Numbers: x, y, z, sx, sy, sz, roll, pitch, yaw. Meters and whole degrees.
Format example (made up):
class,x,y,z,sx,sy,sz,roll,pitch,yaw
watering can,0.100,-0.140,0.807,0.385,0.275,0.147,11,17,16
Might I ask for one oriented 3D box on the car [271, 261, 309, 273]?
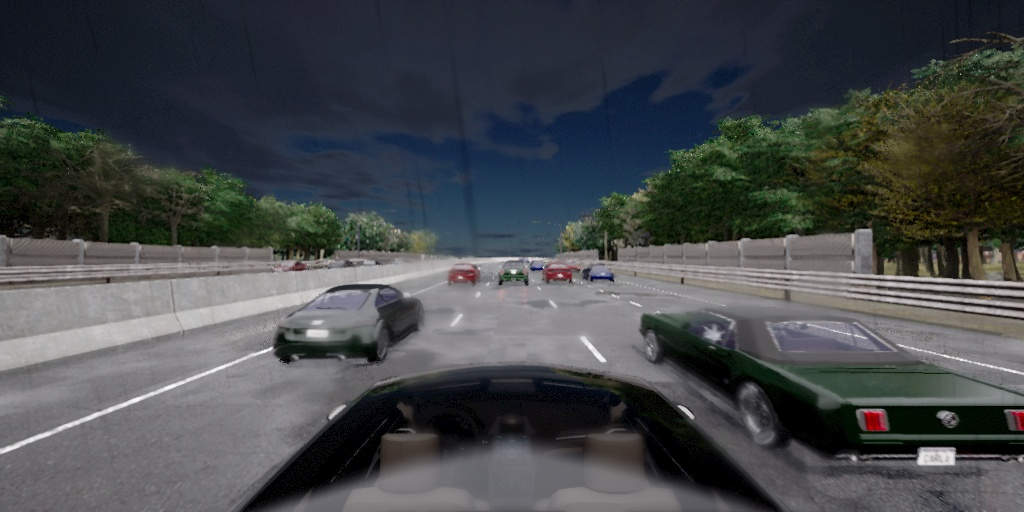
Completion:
class,x,y,z,sx,sy,sz,roll,pitch,yaw
car,-24.591,1.324,39.970,1.812,1.442,4.674,0,0,0

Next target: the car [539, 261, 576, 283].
class,x,y,z,sx,sy,sz,roll,pitch,yaw
car,3.503,1.286,28.372,1.882,1.535,5.008,0,0,0

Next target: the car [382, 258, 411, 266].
class,x,y,z,sx,sy,sz,roll,pitch,yaw
car,-14.090,1.266,44.844,1.882,1.535,5.008,0,0,0

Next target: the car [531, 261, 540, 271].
class,x,y,z,sx,sy,sz,roll,pitch,yaw
car,3.506,1.342,49.334,1.994,1.385,4.181,0,0,0

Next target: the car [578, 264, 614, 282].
class,x,y,z,sx,sy,sz,roll,pitch,yaw
car,7.098,1.373,29.942,1.994,1.385,4.181,0,0,0

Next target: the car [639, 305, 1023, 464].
class,x,y,z,sx,sy,sz,roll,pitch,yaw
car,3.500,1.369,5.174,1.895,1.301,4.718,0,0,0

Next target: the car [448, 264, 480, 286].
class,x,y,z,sx,sy,sz,roll,pitch,yaw
car,-3.397,1.284,26.133,1.882,1.535,5.008,0,0,0

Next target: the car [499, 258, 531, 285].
class,x,y,z,sx,sy,sz,roll,pitch,yaw
car,0.105,1.161,26.981,2.097,1.767,4.553,0,0,0

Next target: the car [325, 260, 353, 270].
class,x,y,z,sx,sy,sz,roll,pitch,yaw
car,-21.089,1.294,44.260,1.837,1.490,4.892,0,0,0

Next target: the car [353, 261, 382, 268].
class,x,y,z,sx,sy,sz,roll,pitch,yaw
car,-17.589,1.314,44.809,1.812,1.442,4.674,0,0,0

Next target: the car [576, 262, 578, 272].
class,x,y,z,sx,sy,sz,roll,pitch,yaw
car,7.101,1.392,43.761,1.895,1.301,4.718,0,0,0

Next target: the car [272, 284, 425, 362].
class,x,y,z,sx,sy,sz,roll,pitch,yaw
car,-3.399,1.340,8.284,1.994,1.385,4.181,0,0,0
